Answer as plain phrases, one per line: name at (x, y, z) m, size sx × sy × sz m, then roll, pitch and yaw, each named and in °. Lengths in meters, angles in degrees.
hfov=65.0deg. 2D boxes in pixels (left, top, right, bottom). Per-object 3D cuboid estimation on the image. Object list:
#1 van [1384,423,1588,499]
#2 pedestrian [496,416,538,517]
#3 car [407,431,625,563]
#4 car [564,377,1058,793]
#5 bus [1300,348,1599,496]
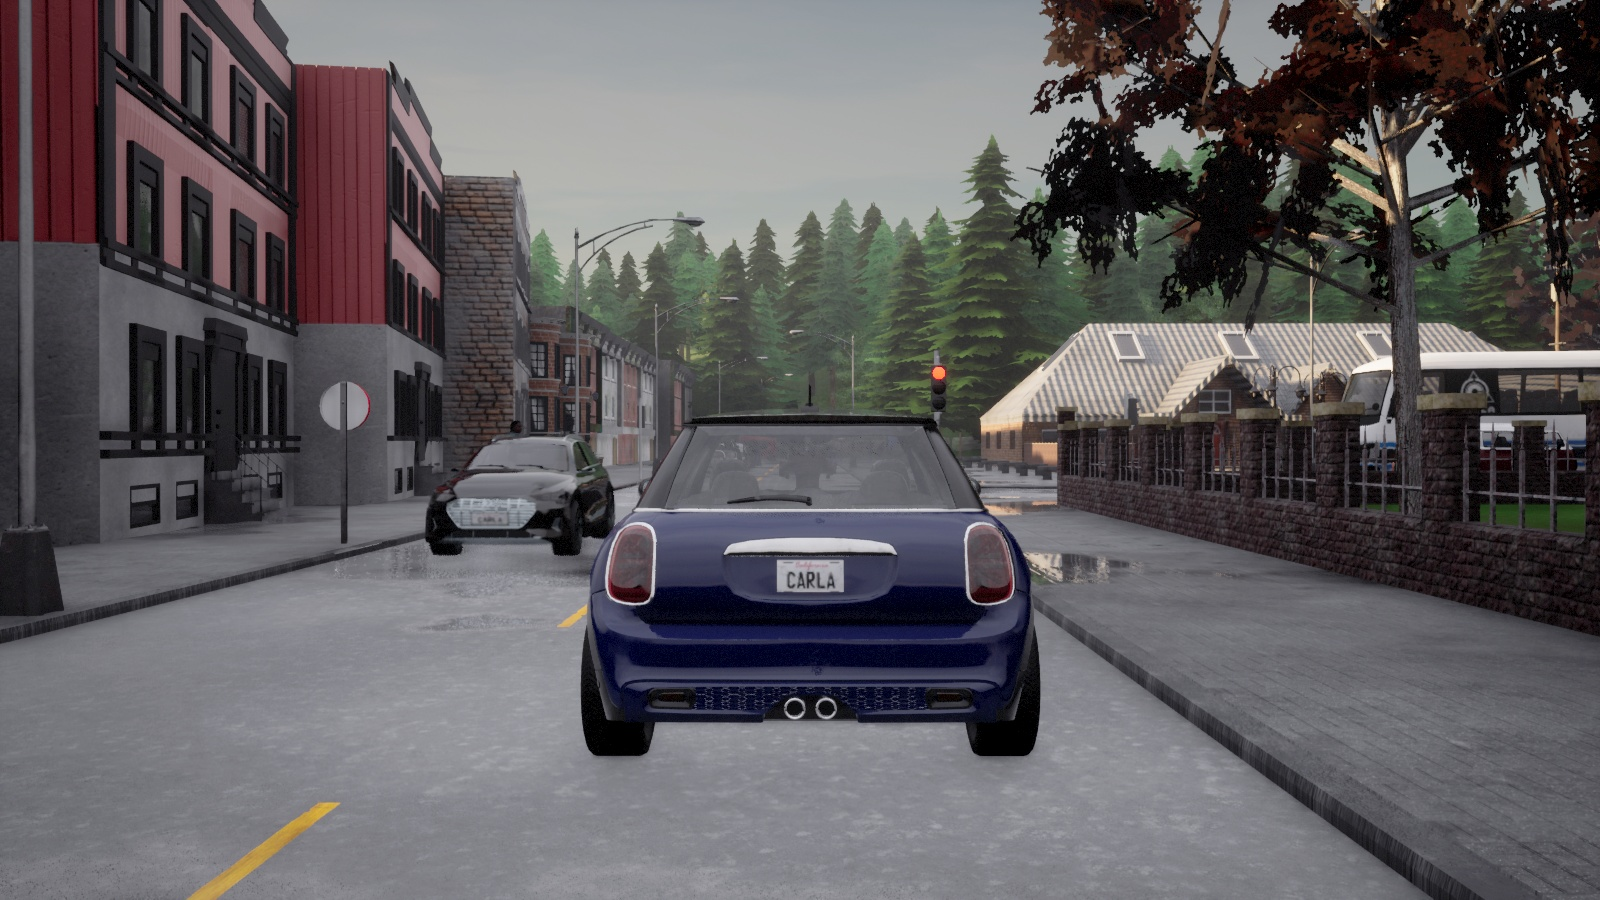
van at (18.721, 0.291, 34.419) m, size 4.480 × 2.038 × 2.069 m, roll 0°, pitch 0°, yaw -1°
pedestrian at (-5.528, 0.317, 24.528) m, size 0.692 × 1.930 × 0.396 m, roll 0°, pitch 0°, yaw 27°
car at (-3.890, 0.571, 18.110) m, size 2.033 × 1.649 × 4.856 m, roll 0°, pitch 0°, yaw 0°
car at (0.057, 0.562, 7.614) m, size 2.097 × 1.767 × 4.553 m, roll 0°, pitch 0°, yaw 0°
bus at (21.251, -0.830, 38.441) m, size 10.273 × 4.253 × 3.944 m, roll 0°, pitch 0°, yaw 0°
